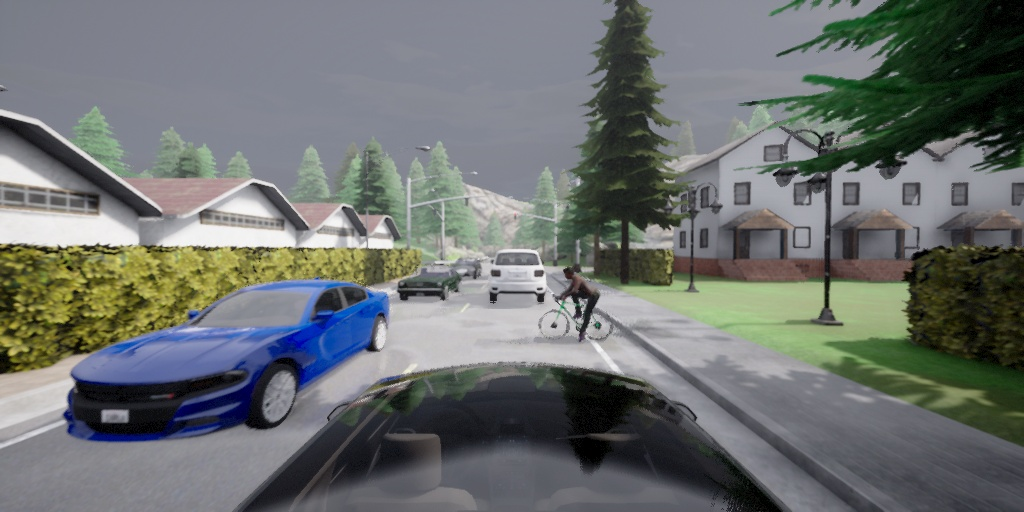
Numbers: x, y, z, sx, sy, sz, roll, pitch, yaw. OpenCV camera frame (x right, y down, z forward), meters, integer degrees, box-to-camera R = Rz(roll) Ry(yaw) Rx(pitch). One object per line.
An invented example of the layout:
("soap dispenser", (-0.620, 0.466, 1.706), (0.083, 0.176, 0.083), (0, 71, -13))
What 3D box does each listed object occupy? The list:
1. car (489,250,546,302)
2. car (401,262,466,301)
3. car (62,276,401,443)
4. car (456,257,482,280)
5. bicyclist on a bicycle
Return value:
("car", (0.227, 0.751, 15.482), (2.150, 2.045, 5.566), (0, 1, 1))
("car", (-3.447, 1.118, 15.754), (1.895, 1.301, 4.718), (0, 1, 1))
("car", (-3.577, 1.154, 5.752), (1.882, 1.535, 5.008), (0, 1, 1))
("car", (-3.249, 0.852, 25.872), (2.128, 1.511, 4.902), (0, 1, 1))
("bicyclist on a bicycle", (1.418, 1.077, 7.936), (1.656, 1.620, 0.582), (0, 1, 0))
